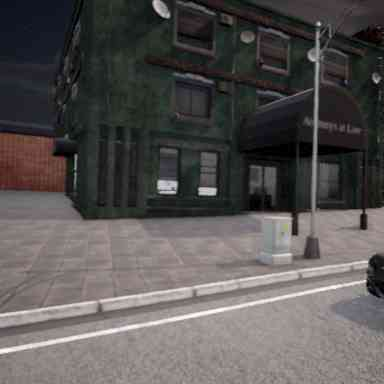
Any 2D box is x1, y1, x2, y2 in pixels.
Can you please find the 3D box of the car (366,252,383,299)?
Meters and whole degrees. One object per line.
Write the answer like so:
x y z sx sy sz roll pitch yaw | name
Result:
5.892 1.471 7.004 5.008 1.535 1.882 0 0 -25 | car
